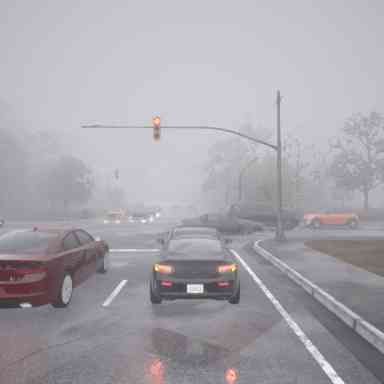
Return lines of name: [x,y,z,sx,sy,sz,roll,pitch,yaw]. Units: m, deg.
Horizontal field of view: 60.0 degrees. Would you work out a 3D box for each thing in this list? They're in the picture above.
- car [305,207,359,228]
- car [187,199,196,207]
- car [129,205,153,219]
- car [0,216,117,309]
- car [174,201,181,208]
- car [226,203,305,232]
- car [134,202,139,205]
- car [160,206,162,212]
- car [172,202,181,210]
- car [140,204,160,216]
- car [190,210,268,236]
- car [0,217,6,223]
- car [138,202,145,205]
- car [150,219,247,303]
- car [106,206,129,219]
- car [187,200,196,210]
car: [11.757,2.162,28.653,4.553,1.767,2.097,0,-3,-2]
car: [-0.253,2.890,87.001,2.097,1.767,4.553,0,0,-4]
car: [-7.173,3.034,47.162,1.882,1.535,5.008,0,-2,1]
car: [-3.432,1.556,8.110,1.882,1.535,5.008,0,-1,0]
car: [-3.761,3.223,86.876,1.812,1.442,4.674,0,0,-4]
car: [5.114,1.867,24.869,5.566,2.045,2.150,0,-2,0]
car: [-10.687,3.103,55.886,2.097,1.767,4.553,0,-1,0]
car: [-7.144,3.307,66.690,2.128,1.511,4.902,0,0,0]
car: [-3.642,3.353,76.965,1.895,1.301,4.718,0,0,0]
car: [-7.189,3.253,56.633,2.128,1.511,4.902,0,-1,0]
car: [1.819,2.041,21.369,5.357,1.411,2.033,0,-2,1]
car: [-17.263,2.221,26.426,4.892,1.490,1.837,-1,-2,10]
car: [-10.644,3.037,66.546,2.150,2.045,5.566,0,0,0]
car: [0.065,1.606,8.255,1.812,1.442,4.674,0,-1,0]
car: [-10.684,3.030,47.027,1.882,1.535,5.008,0,-2,0]
car: [-0.142,3.301,77.266,1.994,1.385,4.181,0,0,0]
